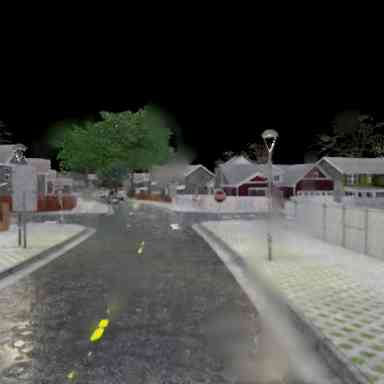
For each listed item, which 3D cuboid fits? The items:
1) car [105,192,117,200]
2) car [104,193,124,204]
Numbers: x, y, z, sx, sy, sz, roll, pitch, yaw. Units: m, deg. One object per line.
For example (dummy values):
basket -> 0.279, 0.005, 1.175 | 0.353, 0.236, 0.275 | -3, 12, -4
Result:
car -> -19.147, 0.951, 78.535 | 2.097, 1.767, 4.553 | -1, 0, -20
car -> -13.651, 1.328, 57.464 | 2.128, 1.511, 4.902 | -1, 0, -20
